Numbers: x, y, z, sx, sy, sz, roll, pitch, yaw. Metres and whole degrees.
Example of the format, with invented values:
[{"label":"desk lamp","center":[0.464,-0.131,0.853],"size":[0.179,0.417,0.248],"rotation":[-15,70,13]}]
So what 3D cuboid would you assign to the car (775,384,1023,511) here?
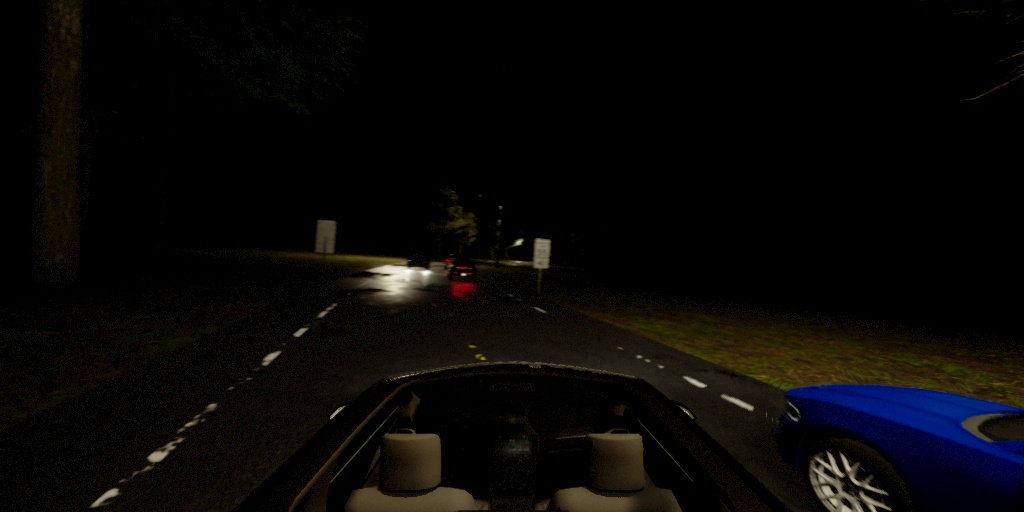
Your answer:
[{"label":"car","center":[4.080,1.539,1.621],"size":[1.882,1.535,5.008],"rotation":[4,0,-19]}]

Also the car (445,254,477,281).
[{"label":"car","center":[-3.637,0.905,25.771],"size":[1.837,1.490,4.892],"rotation":[4,0,-12]}]

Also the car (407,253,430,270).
[{"label":"car","center":[-8.936,0.465,34.654],"size":[1.882,1.535,5.008],"rotation":[4,0,-10]}]
